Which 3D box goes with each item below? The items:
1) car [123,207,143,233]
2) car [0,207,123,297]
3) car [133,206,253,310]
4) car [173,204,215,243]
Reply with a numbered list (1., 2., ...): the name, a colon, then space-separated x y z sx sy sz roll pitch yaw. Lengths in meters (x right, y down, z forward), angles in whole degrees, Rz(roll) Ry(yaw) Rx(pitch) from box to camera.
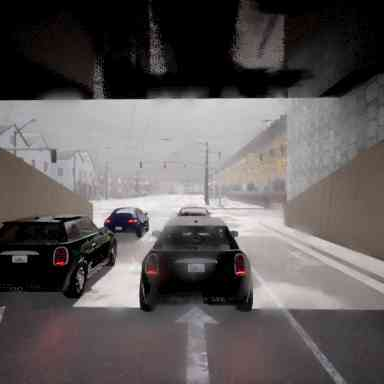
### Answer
1. car: -3.411 1.526 17.769 1.812 1.442 4.674 0 0 0
2. car: -3.414 1.352 8.718 2.097 1.767 4.553 0 0 0
3. car: 0.080 1.352 7.955 2.097 1.767 4.553 0 0 0
4. car: 0.089 1.478 17.223 1.882 1.535 5.008 0 0 0
